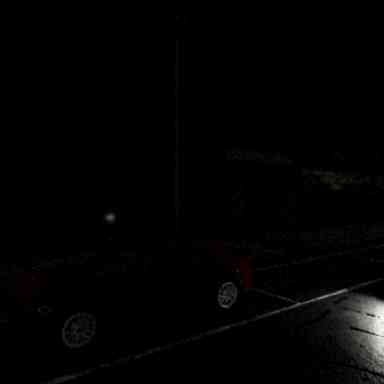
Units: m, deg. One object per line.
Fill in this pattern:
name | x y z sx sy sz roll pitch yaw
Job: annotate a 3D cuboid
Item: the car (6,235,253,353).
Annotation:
car | -0.862 1.544 6.147 4.507 1.381 1.887 0 0 -35
